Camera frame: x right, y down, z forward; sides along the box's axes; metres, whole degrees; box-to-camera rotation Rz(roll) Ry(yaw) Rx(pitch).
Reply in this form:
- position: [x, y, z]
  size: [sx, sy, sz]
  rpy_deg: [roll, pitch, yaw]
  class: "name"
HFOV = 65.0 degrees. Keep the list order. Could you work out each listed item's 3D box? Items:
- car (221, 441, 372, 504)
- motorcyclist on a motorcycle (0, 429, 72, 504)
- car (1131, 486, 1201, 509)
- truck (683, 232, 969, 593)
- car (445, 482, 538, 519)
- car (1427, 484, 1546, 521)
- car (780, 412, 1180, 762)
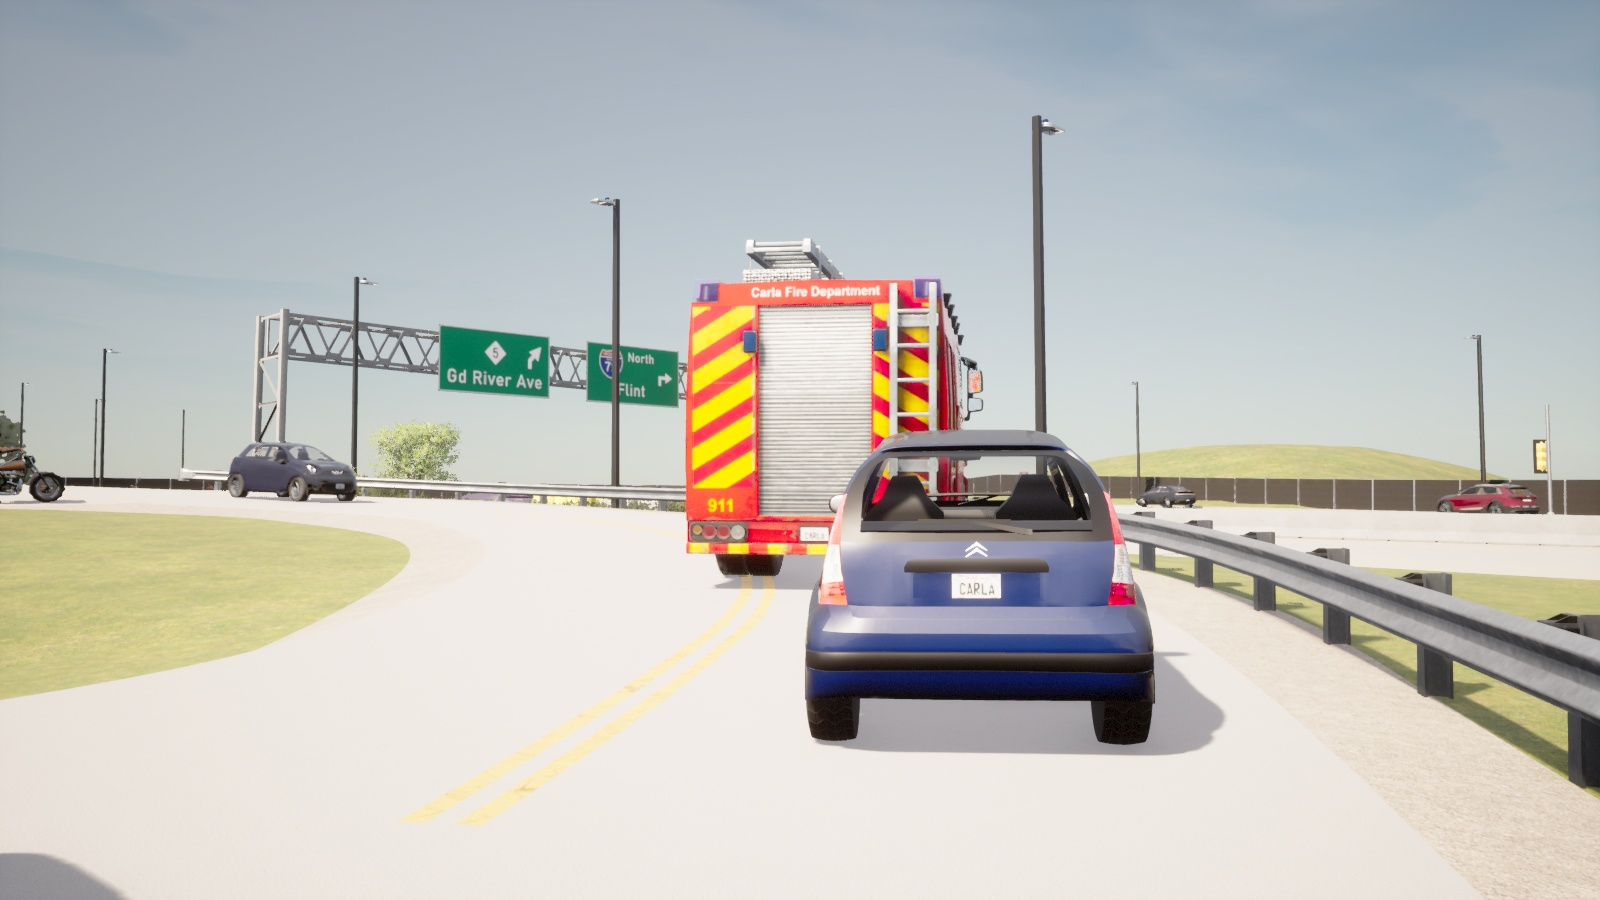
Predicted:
- position: [-13.319, 0.584, 33.187]
  size: [3.633, 1.501, 1.845]
  rpy_deg: [2, -1, 31]
  class: "car"
- position: [-17.690, 0.360, 27.985]
  size: [0.766, 1.649, 2.350]
  rpy_deg: [2, 0, 44]
  class: "motorcyclist on a motorcycle"
- position: [24.456, 3.146, 84.103]
  size: [2.128, 1.511, 4.902]
  rpy_deg: [1, -2, -18]
  class: "car"
- position: [0.812, -0.379, 17.698]
  size: [2.891, 3.827, 8.468]
  rpy_deg: [0, 0, 9]
  class: "truck"
- position: [-14.652, 2.368, 59.508]
  size: [2.033, 1.649, 4.856]
  rpy_deg: [3, -3, -45]
  class: "car"
- position: [32.326, 2.467, 59.302]
  size: [2.033, 1.649, 4.856]
  rpy_deg: [1, -1, -18]
  class: "car"
- position: [1.056, 0.646, 7.898]
  size: [1.851, 1.617, 3.988]
  rpy_deg: [-1, 0, 7]
  class: "car"
